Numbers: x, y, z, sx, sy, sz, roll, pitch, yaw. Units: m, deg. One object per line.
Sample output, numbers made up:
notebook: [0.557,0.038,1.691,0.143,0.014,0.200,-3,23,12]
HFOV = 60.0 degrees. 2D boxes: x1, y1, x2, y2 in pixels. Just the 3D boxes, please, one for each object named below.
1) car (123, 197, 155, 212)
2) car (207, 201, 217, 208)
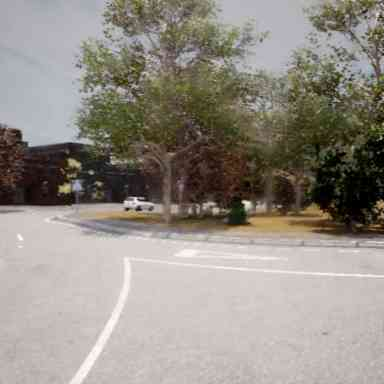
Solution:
car: [-7.623,1.844,48.333,2.150,2.045,5.566,0,-3,27]
car: [6.268,3.394,93.688,2.435,2.045,5.566,0,-1,27]
